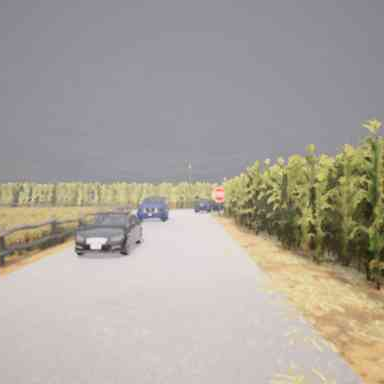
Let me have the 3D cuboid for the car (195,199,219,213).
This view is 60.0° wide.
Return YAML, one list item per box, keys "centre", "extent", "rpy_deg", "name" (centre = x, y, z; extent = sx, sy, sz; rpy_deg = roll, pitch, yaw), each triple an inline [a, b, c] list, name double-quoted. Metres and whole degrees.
- centre: [2.315, 1.572, 40.058]
  extent: [2.097, 1.767, 4.553]
  rpy_deg: [0, 0, 33]
  name: "car"

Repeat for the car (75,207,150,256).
- centre: [-3.194, 1.566, 13.549]
  extent: [2.128, 1.511, 4.902]
  rpy_deg: [0, 0, 0]
  name: "car"

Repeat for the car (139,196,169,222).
- centre: [-3.134, 1.377, 27.891]
  extent: [2.150, 2.045, 5.566]
  rpy_deg: [0, -1, 0]
  name: "car"
